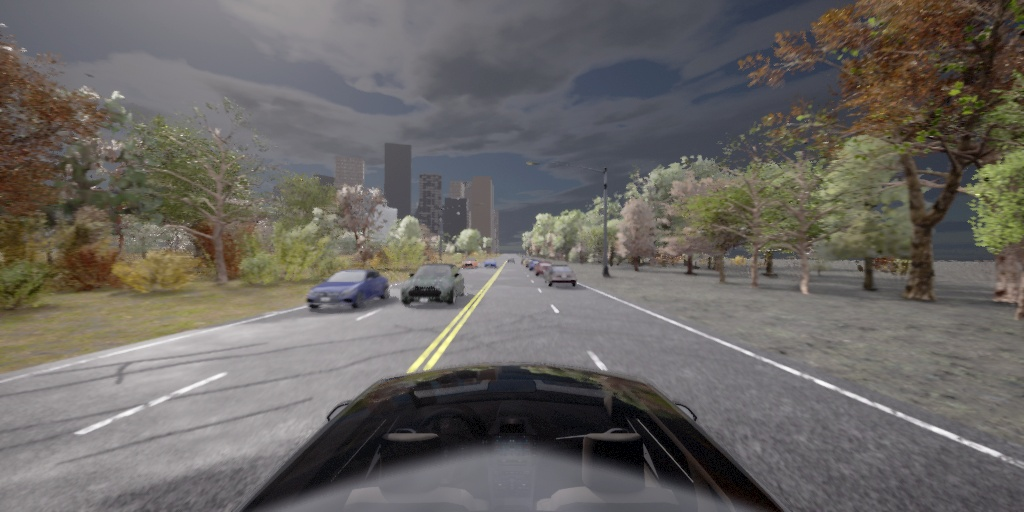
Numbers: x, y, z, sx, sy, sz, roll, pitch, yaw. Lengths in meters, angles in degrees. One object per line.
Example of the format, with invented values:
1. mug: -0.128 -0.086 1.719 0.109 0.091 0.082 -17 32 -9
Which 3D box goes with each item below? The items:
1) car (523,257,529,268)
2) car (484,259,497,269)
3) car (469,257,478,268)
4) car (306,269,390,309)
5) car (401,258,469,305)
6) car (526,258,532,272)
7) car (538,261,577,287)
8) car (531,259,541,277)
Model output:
1. car: 3.146 1.224 57.863 1.812 1.442 4.674 0 0 0
2. car: -3.394 1.190 57.273 1.882 1.535 5.008 0 0 0
3. car: -6.645 1.062 57.354 2.097 1.767 4.553 0 0 0
4. car: -6.599 1.281 15.019 1.812 1.442 4.674 0 0 0
5. car: -3.349 1.108 15.961 2.097 1.767 4.553 0 0 0
6. car: 3.183 1.251 46.859 1.812 1.442 4.674 0 0 0
7. car: 3.242 1.297 24.837 2.033 1.411 5.357 0 0 0
8. car: 3.226 1.269 35.856 1.812 1.442 4.674 0 0 0
